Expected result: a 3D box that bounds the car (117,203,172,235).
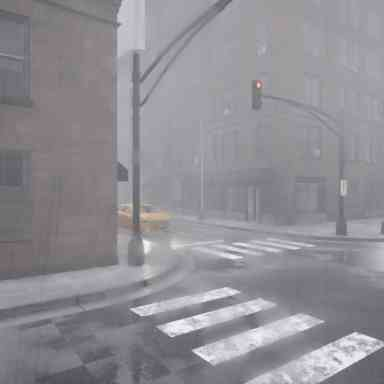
[{"bbox_3d":[-2.931,1.382,18.392,1.882,1.535,5.008,0,0,-34],"label":"car"}]
